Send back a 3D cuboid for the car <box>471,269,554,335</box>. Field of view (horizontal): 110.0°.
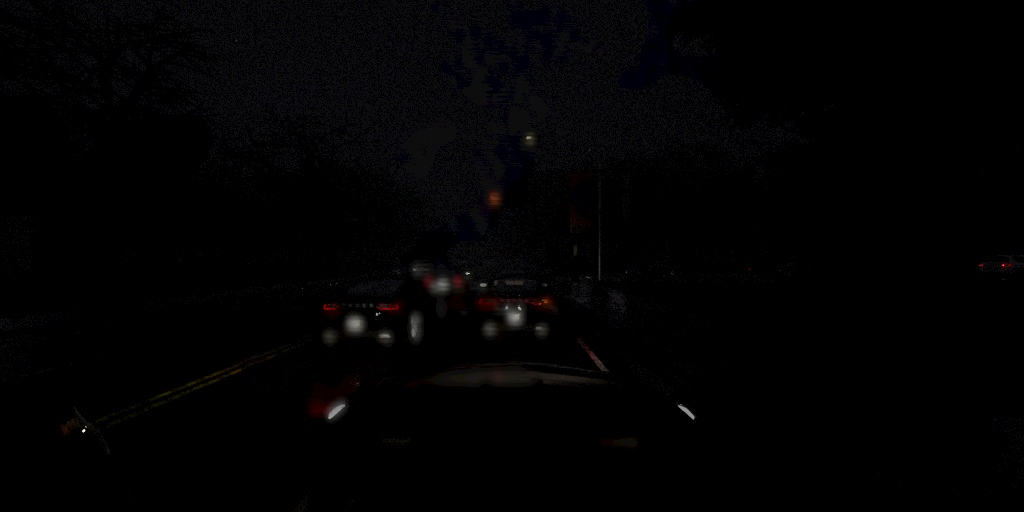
[{"bbox_3d":[0.080,1.229,10.492,1.882,1.535,5.008,0,0,0],"label":"car"}]

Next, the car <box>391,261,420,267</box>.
[{"bbox_3d":[-9.901,1.258,33.265,2.128,1.511,4.902,0,0,0],"label":"car"}]

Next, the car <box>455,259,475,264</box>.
[{"bbox_3d":[-6.676,1.306,50.220,1.812,1.442,4.674,0,0,0],"label":"car"}]

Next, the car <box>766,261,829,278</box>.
[{"bbox_3d":[26.545,1.203,33.450,5.008,1.535,1.882,0,0,0],"label":"car"}]

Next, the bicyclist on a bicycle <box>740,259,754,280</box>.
[{"bbox_3d":[18.086,1.039,27.588,0.582,1.620,1.656,0,0,0],"label":"bicyclist on a bicycle"}]

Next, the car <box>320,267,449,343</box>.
[{"bbox_3d":[-3.169,1.229,9.744,1.882,1.535,5.008,0,0,0],"label":"car"}]

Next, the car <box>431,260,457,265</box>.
[{"bbox_3d":[-6.650,1.272,33.141,1.837,1.490,4.892,0,-1,0],"label":"car"}]

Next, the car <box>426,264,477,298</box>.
[{"bbox_3d":[-3.200,1.319,18.682,1.994,1.385,4.181,0,0,0],"label":"car"}]

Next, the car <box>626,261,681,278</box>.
[{"bbox_3d":[13.133,1.232,33.446,4.902,1.511,2.128,0,0,0],"label":"car"}]

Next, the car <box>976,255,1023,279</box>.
[{"bbox_3d":[43.540,0.939,30.554,5.566,2.045,2.150,0,0,0],"label":"car"}]
